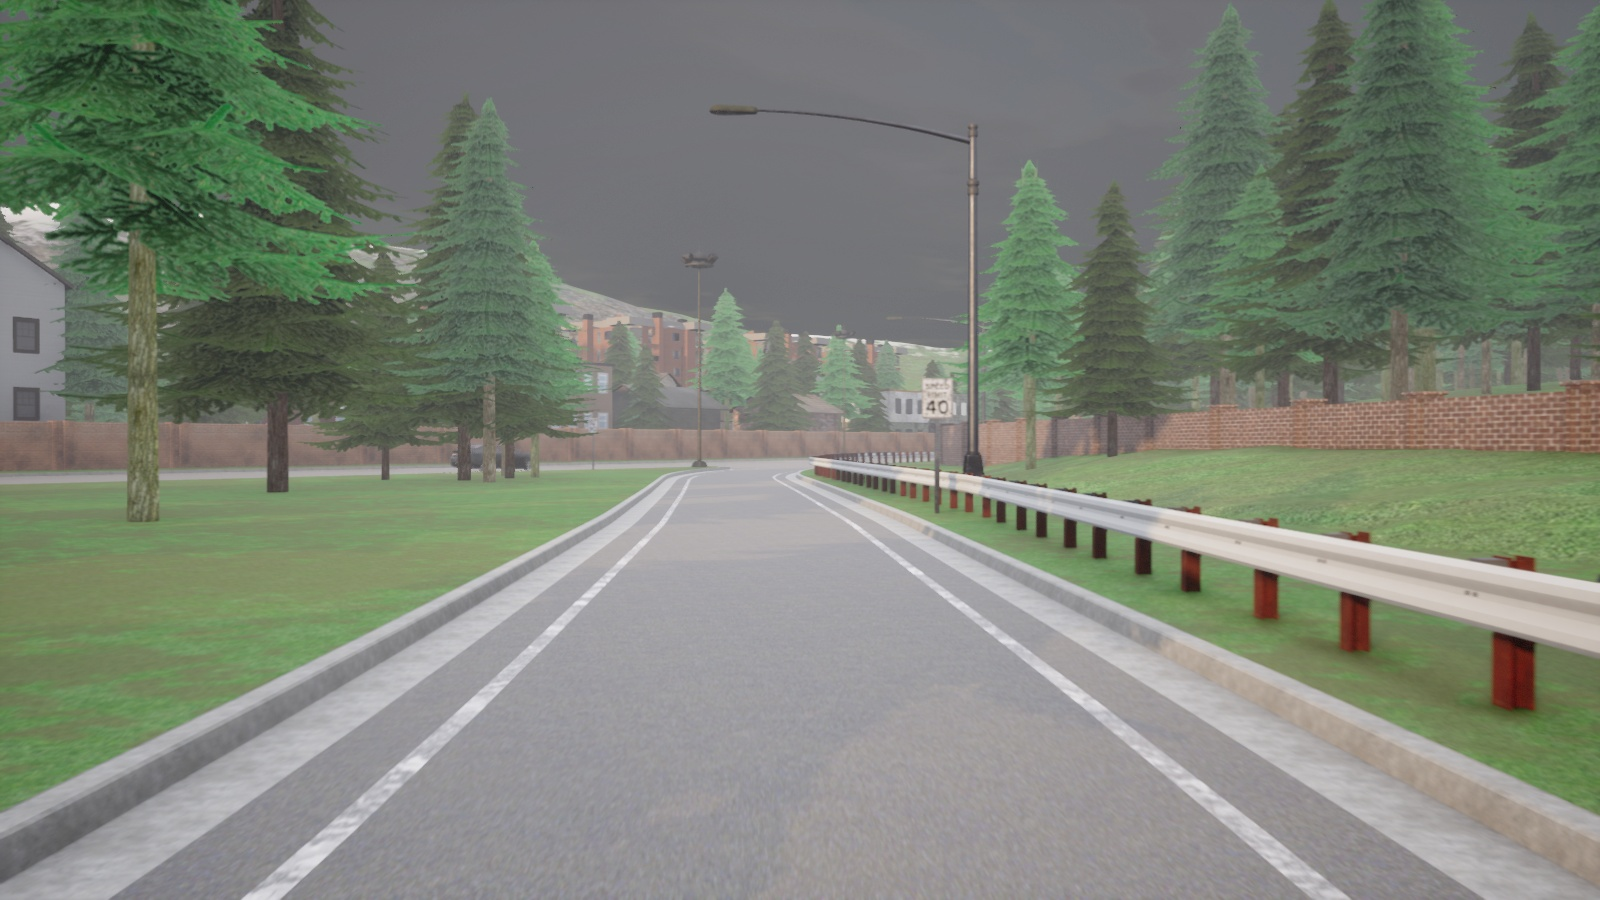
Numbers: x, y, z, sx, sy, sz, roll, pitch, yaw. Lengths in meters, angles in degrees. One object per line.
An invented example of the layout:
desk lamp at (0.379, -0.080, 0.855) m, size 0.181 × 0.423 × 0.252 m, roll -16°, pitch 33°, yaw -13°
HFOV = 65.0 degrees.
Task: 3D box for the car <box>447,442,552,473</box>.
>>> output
car at (-14.979, 0.341, 62.788) m, size 2.128 × 1.511 × 4.902 m, roll 0°, pitch 0°, yaw 35°
